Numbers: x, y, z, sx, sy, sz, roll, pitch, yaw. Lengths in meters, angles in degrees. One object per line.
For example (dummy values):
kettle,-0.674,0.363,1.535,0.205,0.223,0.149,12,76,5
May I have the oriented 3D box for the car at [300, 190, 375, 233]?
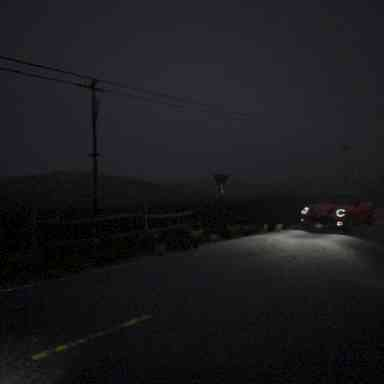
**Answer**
car,6.967,0.806,15.802,2.097,1.767,4.553,1,3,44
